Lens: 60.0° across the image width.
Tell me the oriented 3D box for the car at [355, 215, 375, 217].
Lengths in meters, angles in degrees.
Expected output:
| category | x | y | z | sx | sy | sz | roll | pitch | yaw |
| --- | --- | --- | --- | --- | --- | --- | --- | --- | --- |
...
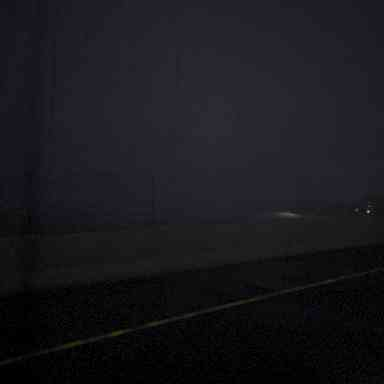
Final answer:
| category | x | y | z | sx | sy | sz | roll | pitch | yaw |
| --- | --- | --- | --- | --- | --- | --- | --- | --- | --- |
| car | 16.840 | 1.222 | 30.231 | 5.566 | 2.045 | 2.150 | 0 | 0 | -27 |
